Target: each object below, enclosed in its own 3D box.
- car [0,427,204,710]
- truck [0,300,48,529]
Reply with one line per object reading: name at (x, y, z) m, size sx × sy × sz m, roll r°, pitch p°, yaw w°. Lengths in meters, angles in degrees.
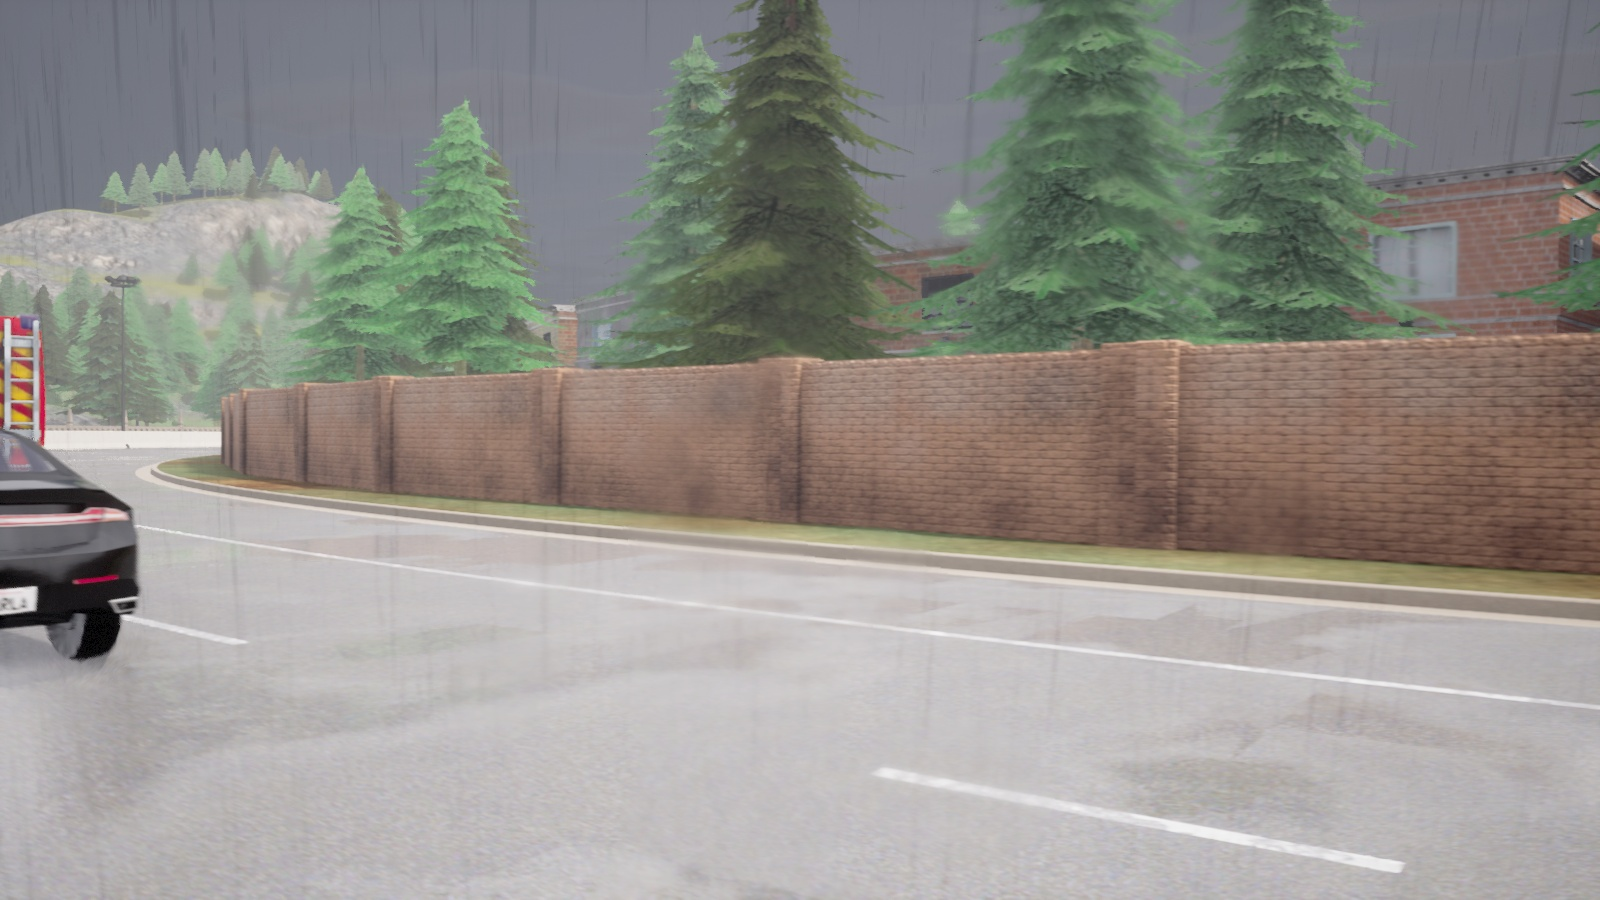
car at (-6.168, 0.632, 8.275) m, size 4.902 × 1.511 × 2.128 m, roll 0°, pitch 1°, yaw 39°
truck at (-16.727, -0.603, 23.808) m, size 2.891 × 3.827 × 8.468 m, roll -1°, pitch 1°, yaw -40°
